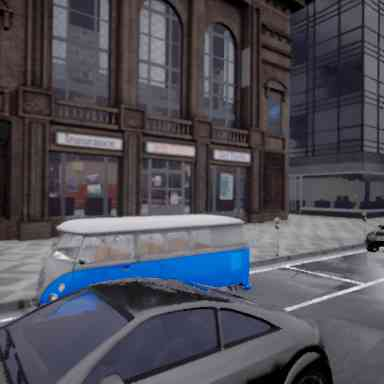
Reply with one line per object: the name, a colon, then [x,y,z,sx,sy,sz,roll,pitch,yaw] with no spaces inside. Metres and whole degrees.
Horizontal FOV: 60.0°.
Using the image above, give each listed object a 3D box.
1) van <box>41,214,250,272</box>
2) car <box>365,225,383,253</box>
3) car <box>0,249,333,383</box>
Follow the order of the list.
van: [-0.711,1.352,6.245,3.998,1.788,1.690,0,0,-36]
car: [8.441,1.618,12.783,4.313,1.339,1.947,0,0,-36]
car: [-0.650,1.568,2.915,4.181,1.385,1.994,0,0,-36]
